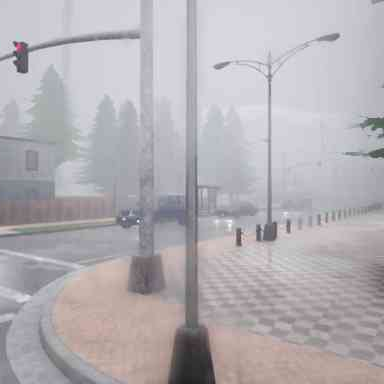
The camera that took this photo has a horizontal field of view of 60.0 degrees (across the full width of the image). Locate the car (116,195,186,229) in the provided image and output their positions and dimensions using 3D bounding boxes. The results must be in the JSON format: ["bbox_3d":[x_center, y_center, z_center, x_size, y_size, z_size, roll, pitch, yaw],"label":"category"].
[{"bbox_3d":[-2.207,1.206,21.151,2.150,2.045,5.566,0,0,37],"label":"car"}]

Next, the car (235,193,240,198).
[{"bbox_3d":[11.398,1.145,78.624,1.905,1.878,3.866,0,0,36],"label":"car"}]

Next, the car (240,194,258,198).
[{"bbox_3d":[13.662,1.143,77.465,1.932,1.855,4.605,0,0,36],"label":"car"}]

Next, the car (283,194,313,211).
[{"bbox_3d":[13.274,1.209,41.407,2.150,2.045,5.566,0,0,38],"label":"car"}]

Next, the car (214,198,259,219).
[{"bbox_3d":[4.102,1.531,29.461,2.033,1.411,5.357,0,0,37],"label":"car"}]
